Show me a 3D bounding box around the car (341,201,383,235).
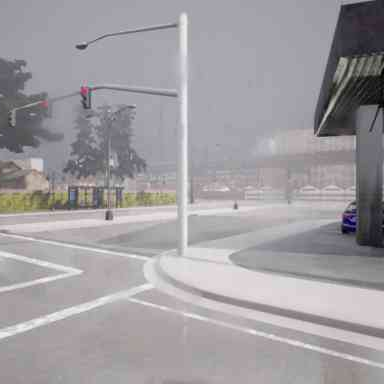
[{"bbox_3d":[9.490,1.295,17.698,2.242,1.667,4.611,0,0,37],"label":"car"}]
